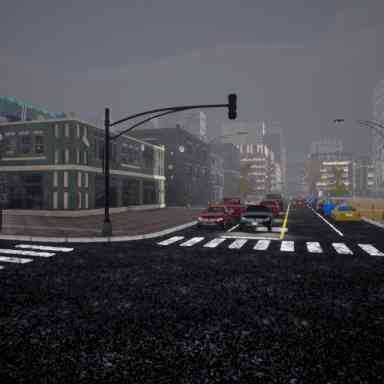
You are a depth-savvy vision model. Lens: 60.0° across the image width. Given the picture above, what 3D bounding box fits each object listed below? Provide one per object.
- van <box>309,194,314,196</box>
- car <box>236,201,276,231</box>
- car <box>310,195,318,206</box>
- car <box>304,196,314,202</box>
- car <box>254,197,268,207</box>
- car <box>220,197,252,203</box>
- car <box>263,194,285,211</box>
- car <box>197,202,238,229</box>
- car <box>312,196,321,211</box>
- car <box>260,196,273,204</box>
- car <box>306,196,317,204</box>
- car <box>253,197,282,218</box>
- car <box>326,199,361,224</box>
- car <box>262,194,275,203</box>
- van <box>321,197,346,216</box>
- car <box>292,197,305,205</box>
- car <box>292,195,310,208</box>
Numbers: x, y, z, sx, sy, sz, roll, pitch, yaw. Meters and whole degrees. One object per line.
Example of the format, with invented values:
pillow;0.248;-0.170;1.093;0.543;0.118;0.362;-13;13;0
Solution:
van;22.441;1.351;61.653;1.690;1.788;3.998;0;0;17
car;4.163;1.528;21.080;1.812;1.442;4.674;0;0;15
car;19.235;1.574;51.024;1.947;1.339;4.313;0;0;17
car;27.246;1.580;77.598;1.947;1.339;4.313;0;0;17
car;11.161;1.533;53.278;1.752;1.417;4.829;0;0;17
car;3.199;1.318;26.866;2.192;1.841;5.009;0;0;17
car;10.111;1.227;40.731;2.150;2.045;5.566;0;0;18
car;1.596;1.584;21.552;1.802;1.307;4.206;0;0;17
car;16.029;1.557;40.394;2.008;1.369;4.403;0;0;17
car;14.415;1.560;64.070;2.008;1.369;4.403;0;0;17
car;24.091;1.536;67.130;1.752;1.417;4.829;0;0;17
car;7.055;1.481;30.689;1.882;1.535;5.008;0;0;17
car;11.271;1.529;24.613;1.752;1.417;4.829;0;0;17
car;16.018;1.326;69.384;2.192;1.841;5.009;0;0;17
van;12.826;1.345;29.765;1.690;1.788;3.998;0;0;17
car;18.883;1.557;59.186;2.033;1.411;5.357;0;0;17
car;16.102;1.571;49.619;1.994;1.385;4.181;0;0;17
